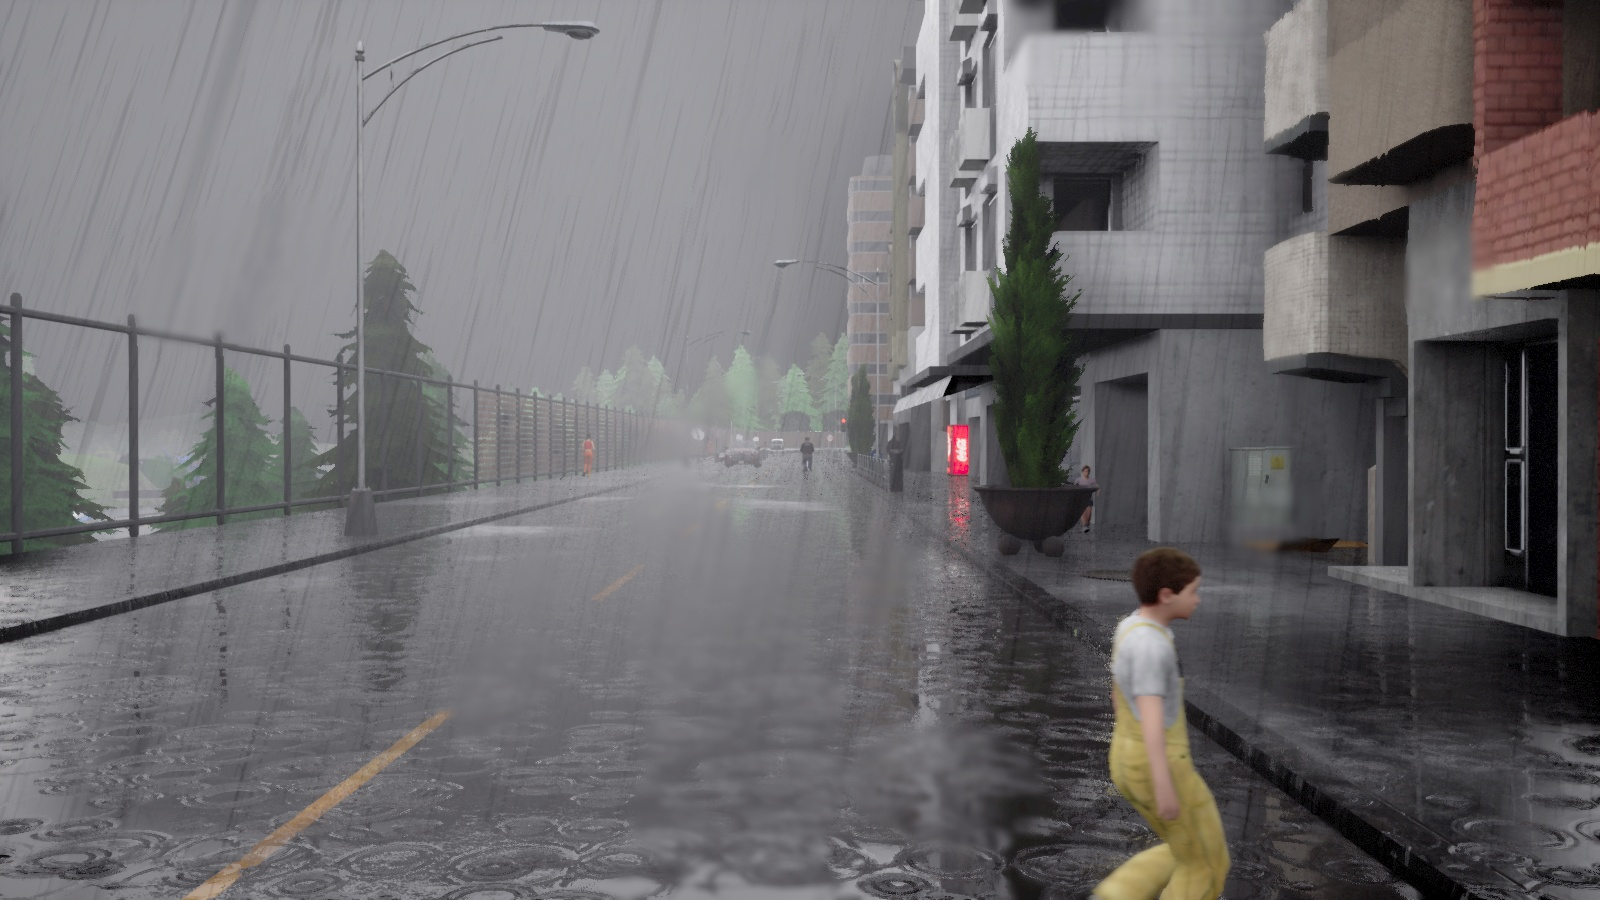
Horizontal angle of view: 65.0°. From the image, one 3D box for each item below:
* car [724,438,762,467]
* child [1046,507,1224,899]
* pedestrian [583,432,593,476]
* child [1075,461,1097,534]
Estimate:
[{"bbox_3d":[-3.545,0.157,78.793,2.097,1.767,4.553,0,0,1],"label":"car"},{"bbox_3d":[0.933,0.799,3.538,0.437,1.263,0.270,0,0,4],"label":"child"},{"bbox_3d":[-8.841,0.153,52.469,0.345,1.836,0.594,0,0,-3],"label":"pedestrian"},{"bbox_3d":[4.420,0.730,19.435,0.255,1.110,0.394,0,0,0],"label":"child"}]
